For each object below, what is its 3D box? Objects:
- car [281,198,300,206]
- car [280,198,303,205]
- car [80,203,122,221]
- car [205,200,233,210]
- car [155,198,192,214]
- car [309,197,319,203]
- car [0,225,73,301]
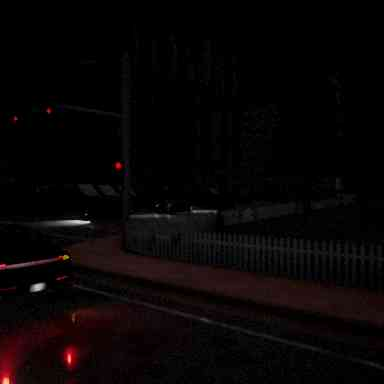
[{"bbox_3d":[17.337,1.659,58.322,1.895,1.301,4.718,0,0,34],"label":"car"},{"bbox_3d":[14.267,1.594,47.514,2.033,1.411,5.357,0,0,34],"label":"car"},{"bbox_3d":[-7.388,1.628,28.325,1.994,1.385,4.181,0,0,34],"label":"car"},{"bbox_3d":[3.597,1.667,44.563,1.895,1.301,4.718,0,0,34],"label":"car"},{"bbox_3d":[-1.967,1.417,36.346,2.097,1.767,4.553,0,0,34],"label":"car"},{"bbox_3d":[20.214,1.595,56.334,2.033,1.411,5.357,0,0,34],"label":"car"},{"bbox_3d":[-4.598,1.515,7.632,4.902,1.511,2.128,0,0,42],"label":"car"}]
